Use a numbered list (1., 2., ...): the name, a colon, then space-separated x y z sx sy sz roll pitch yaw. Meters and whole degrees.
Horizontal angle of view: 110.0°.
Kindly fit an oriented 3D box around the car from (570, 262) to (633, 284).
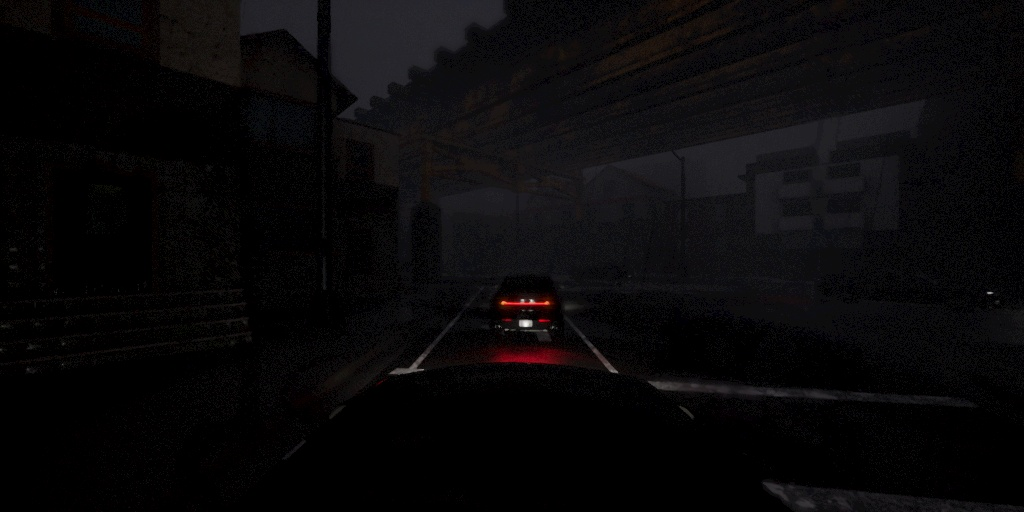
1. car: 6.689 1.221 27.276 2.128 1.511 4.902 0 0 -45

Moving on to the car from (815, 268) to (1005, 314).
1. car: 14.993 1.232 13.954 2.128 1.511 4.902 0 0 -43

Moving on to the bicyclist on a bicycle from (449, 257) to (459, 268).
1. bicyclist on a bicycle: -8.572 1.012 53.038 1.656 1.620 0.582 0 0 -45

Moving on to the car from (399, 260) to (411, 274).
1. car: -11.212 1.224 40.108 1.837 1.490 4.892 0 0 -44

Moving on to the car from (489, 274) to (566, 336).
1. car: 0.489 1.248 10.370 1.837 1.490 4.892 0 0 4
